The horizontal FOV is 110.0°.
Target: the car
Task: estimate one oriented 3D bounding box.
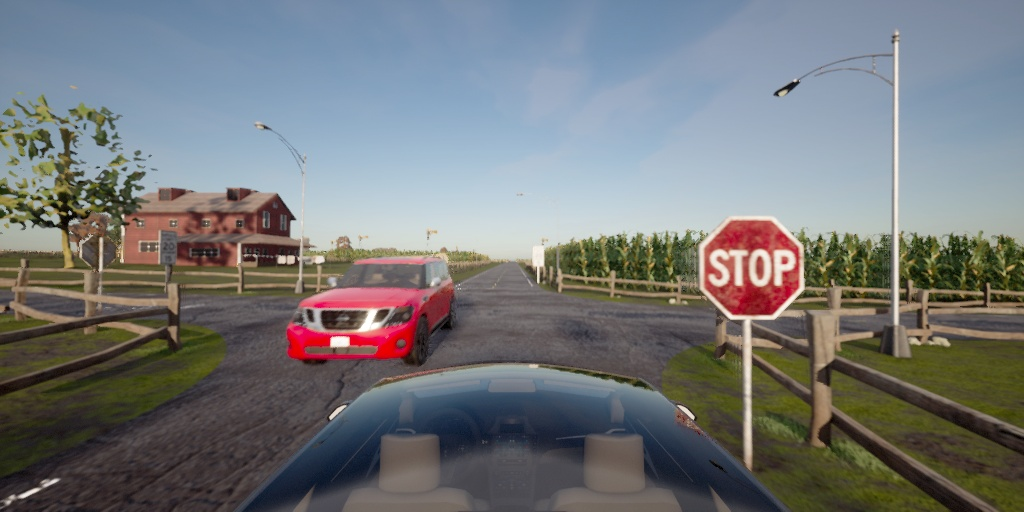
[{"bbox_3d":[-2.717,1.027,8.449,2.150,2.045,5.566,0,0,0],"label":"car"}]
